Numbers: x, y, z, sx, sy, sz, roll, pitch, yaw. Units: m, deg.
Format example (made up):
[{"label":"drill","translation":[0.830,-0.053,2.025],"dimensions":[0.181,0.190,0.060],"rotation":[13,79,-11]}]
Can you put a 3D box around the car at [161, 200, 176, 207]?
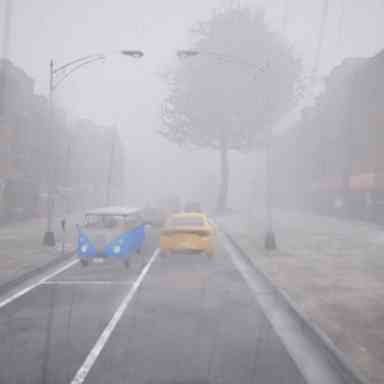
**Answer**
[{"label":"car","translation":[-2.623,1.707,27.876],"dimensions":[1.752,1.417,4.829],"rotation":[2,0,0]}]

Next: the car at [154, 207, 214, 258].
[{"label":"car","translation":[-0.140,1.562,13.252],"dimensions":[1.882,1.535,5.008],"rotation":[0,0,2]}]

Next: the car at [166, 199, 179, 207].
[{"label":"car","translation":[-2.624,1.765,33.580],"dimensions":[1.887,1.381,4.507],"rotation":[2,0,0]}]

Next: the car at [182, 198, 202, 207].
[{"label":"car","translation":[0.093,1.752,37.502],"dimensions":[1.837,1.490,4.892],"rotation":[0,0,0]}]

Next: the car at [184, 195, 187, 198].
[{"label":"car","translation":[-2.637,2.244,93.673],"dimensions":[1.947,1.339,4.313],"rotation":[1,0,0]}]

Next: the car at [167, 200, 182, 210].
[{"label":"car","translation":[-2.628,1.891,50.185],"dimensions":[2.008,1.369,4.403],"rotation":[1,0,0]}]

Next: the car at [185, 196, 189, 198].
[{"label":"car","translation":[0.092,1.847,54.185],"dimensions":[1.882,1.535,5.008],"rotation":[0,0,0]}]

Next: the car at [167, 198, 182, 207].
[{"label":"car","translation":[-2.626,1.810,39.116],"dimensions":[2.008,1.369,4.403],"rotation":[1,0,0]}]

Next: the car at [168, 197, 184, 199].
[{"label":"car","translation":[-2.621,1.614,44.652],"dimensions":[2.192,1.841,5.009],"rotation":[1,0,0]}]

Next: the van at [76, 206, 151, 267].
[{"label":"van","translation":[-2.614,1.414,11.441],"dimensions":[1.690,1.788,3.998],"rotation":[2,0,0]}]

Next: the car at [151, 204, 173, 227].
[{"label":"car","translation":[-2.623,1.711,22.510],"dimensions":[1.947,1.339,4.313],"rotation":[2,0,0]}]
